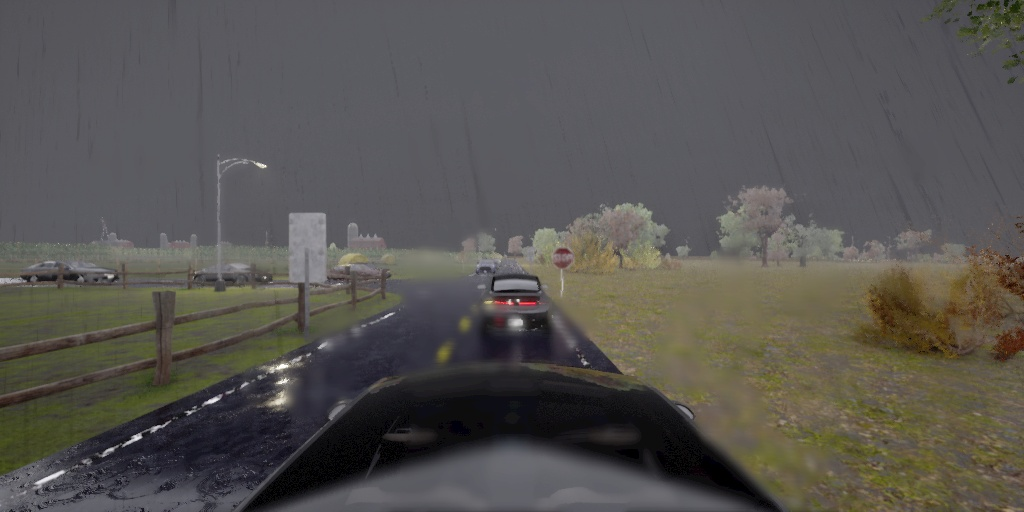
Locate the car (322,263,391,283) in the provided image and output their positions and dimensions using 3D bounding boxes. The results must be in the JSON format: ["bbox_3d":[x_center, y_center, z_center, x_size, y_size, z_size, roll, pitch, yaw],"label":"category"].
[{"bbox_3d":[-11.688,1.193,26.175,5.357,1.411,2.033,0,1,3],"label":"car"}]

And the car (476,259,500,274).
[{"bbox_3d":[-2.838,1.085,40.374,2.097,1.767,4.553,0,0,0],"label":"car"}]

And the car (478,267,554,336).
[{"bbox_3d":[0.068,1.247,10.383,1.837,1.490,4.892,0,0,-1],"label":"car"}]

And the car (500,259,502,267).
[{"bbox_3d":[-2.824,1.282,50.607,2.033,1.411,5.357,0,0,0],"label":"car"}]

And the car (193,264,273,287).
[{"bbox_3d":[-17.883,1.201,23.069,4.181,1.385,1.994,0,1,0],"label":"car"}]

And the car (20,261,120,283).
[{"bbox_3d":[-28.167,1.058,22.962,4.902,1.511,2.128,0,1,-1],"label":"car"}]

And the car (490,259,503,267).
[{"bbox_3d":[-2.777,1.234,65.116,2.128,1.511,4.902,0,0,0],"label":"car"}]
